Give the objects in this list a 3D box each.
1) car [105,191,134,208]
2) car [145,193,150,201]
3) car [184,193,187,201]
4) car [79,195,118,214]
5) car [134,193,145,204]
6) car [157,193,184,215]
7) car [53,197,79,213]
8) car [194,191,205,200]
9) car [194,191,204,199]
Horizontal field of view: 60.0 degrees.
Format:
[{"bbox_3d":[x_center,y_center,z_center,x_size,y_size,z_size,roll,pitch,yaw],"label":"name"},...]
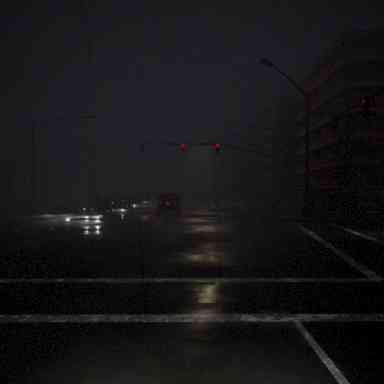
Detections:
[{"bbox_3d":[-9.402,1.106,43.299,2.097,1.767,4.553,0,1,1],"label":"car"},{"bbox_3d":[-9.093,0.947,63.478,2.033,1.411,5.357,0,1,1],"label":"car"},{"bbox_3d":[-1.960,0.936,62.790,1.812,1.442,4.674,0,1,1],"label":"car"},{"bbox_3d":[-9.519,1.369,34.257,2.128,1.511,4.902,0,1,1],"label":"car"},{"bbox_3d":[-9.280,1.132,52.943,2.033,1.411,5.357,0,1,1],"label":"car"},{"bbox_3d":[-2.250,1.107,33.278,2.150,2.045,5.566,0,1,0],"label":"car"},{"bbox_3d":[-13.007,1.346,35.324,1.882,1.535,5.008,0,1,1],"label":"car"},{"bbox_3d":[1.574,0.855,65.405,2.128,1.511,4.902,0,1,1],"label":"car"},{"bbox_3d":[1.604,0.556,75.795,2.097,1.767,4.553,0,1,1],"label":"car"}]
